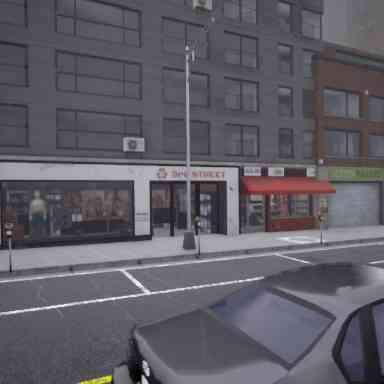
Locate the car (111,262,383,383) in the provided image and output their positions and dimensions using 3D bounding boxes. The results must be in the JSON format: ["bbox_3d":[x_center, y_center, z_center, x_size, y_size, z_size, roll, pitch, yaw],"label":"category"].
[{"bbox_3d":[1.929,1.546,3.620,5.357,1.411,2.033,0,0,-25],"label":"car"}]
